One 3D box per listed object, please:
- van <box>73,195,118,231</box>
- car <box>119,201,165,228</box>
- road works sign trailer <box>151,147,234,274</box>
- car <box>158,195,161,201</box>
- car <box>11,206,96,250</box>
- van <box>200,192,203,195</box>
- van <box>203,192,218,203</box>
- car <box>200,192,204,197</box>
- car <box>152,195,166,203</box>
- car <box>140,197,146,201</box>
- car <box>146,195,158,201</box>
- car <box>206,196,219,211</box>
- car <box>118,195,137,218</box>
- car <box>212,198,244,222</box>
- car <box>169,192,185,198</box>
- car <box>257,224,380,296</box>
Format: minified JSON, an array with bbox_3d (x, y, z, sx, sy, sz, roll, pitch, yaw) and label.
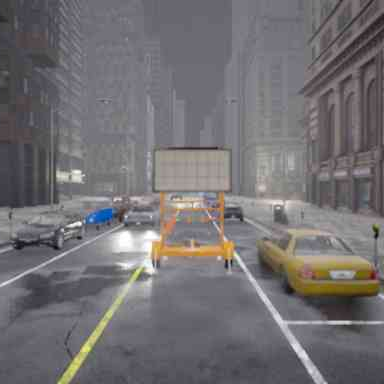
[{"bbox_3d":[-5.739,1.233,19.356,1.690,1.788,3.998,0,0,0],"label":"van"},{"bbox_3d":[-3.068,1.481,21.286,1.895,1.301,4.718,0,0,0],"label":"car"},{"bbox_3d":[0.014,0.406,10.315,2.380,3.560,2.880,0,0,0],"label":"road works sign trailer"},{"bbox_3d":[-5.702,1.283,46.984,1.887,1.381,4.507,0,0,0],"label":"car"},{"bbox_3d":[-5.747,1.473,13.832,2.008,1.369,4.403,0,0,0],"label":"car"},{"bbox_3d":[2.878,0.989,63.527,1.690,1.788,3.998,0,0,0],"label":"van"},{"bbox_3d":[2.849,1.079,46.953,1.690,1.788,3.998,0,0,0],"label":"van"},{"bbox_3d":[2.867,1.222,58.003,1.887,1.381,4.507,0,0,0],"label":"car"},{"bbox_3d":[-5.688,1.222,58.035,1.887,1.381,4.507,0,0,0],"label":"car"},{"bbox_3d":[-5.724,1.375,30.408,1.887,1.381,4.507,0,0,0],"label":"car"},{"bbox_3d":[-5.710,1.295,41.289,1.752,1.417,4.829,0,0,0],"label":"car"},{"bbox_3d":[2.829,1.381,35.904,1.802,1.307,4.206,0,0,0],"label":"car"},{"bbox_3d":[-5.731,1.176,24.881,2.192,1.841,5.009,0,0,0],"label":"car"},{"bbox_3d":[2.810,1.411,24.854,2.008,1.369,4.403,0,0,0],"label":"car"},{"bbox_3d":[-2.905,0.534,62.243,2.150,2.045,5.566,0,0,0],"label":"car"},{"bbox_3d":[2.782,1.477,8.449,1.752,1.417,4.829,0,0,0],"label":"car"}]
